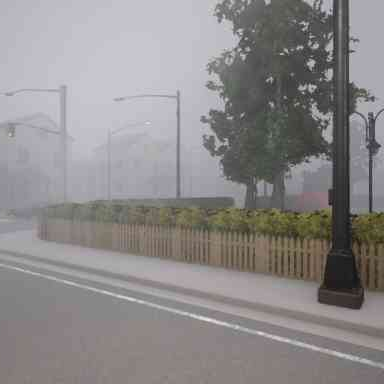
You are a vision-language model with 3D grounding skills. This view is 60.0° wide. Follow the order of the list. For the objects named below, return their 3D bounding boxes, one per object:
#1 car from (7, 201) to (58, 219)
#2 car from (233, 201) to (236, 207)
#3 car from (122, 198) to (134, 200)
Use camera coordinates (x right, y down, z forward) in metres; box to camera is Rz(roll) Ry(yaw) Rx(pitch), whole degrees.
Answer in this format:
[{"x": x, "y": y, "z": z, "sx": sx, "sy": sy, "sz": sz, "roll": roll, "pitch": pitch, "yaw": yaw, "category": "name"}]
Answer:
[{"x": -13.259, "y": 1.547, "z": 29.458, "sx": 2.033, "sy": 1.411, "sz": 5.357, "roll": 0, "pitch": 0, "yaw": 35, "category": "car"}, {"x": 4.909, "y": 1.564, "z": 49.111, "sx": 1.994, "sy": 1.385, "sz": 4.181, "roll": 0, "pitch": 0, "yaw": 35, "category": "car"}, {"x": -7.317, "y": 1.491, "z": 38.004, "sx": 2.128, "sy": 1.511, "sz": 4.902, "roll": 0, "pitch": 0, "yaw": 35, "category": "car"}]
